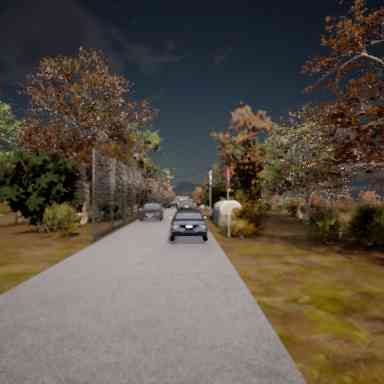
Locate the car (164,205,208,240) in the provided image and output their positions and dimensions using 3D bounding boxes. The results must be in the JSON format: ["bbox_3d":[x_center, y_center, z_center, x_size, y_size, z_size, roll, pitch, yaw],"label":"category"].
[{"bbox_3d":[-0.178,1.613,17.369,2.033,1.411,5.357,0,0,-1],"label":"car"}]

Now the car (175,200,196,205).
[{"bbox_3d":[-0.595,1.686,37.927,2.097,1.767,4.553,0,-1,-1],"label":"car"}]

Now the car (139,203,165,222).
[{"bbox_3d":[-3.355,1.690,28.414,1.837,1.490,4.892,0,-1,-1],"label":"car"}]

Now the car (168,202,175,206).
[{"bbox_3d":[-3.971,2.673,68.862,2.033,1.411,5.357,0,-2,-1],"label":"car"}]
